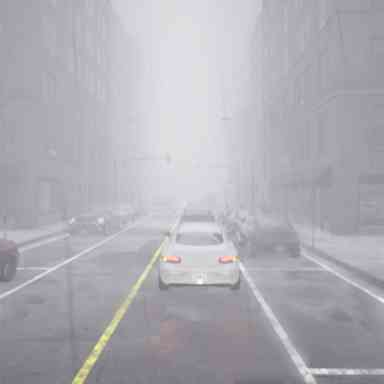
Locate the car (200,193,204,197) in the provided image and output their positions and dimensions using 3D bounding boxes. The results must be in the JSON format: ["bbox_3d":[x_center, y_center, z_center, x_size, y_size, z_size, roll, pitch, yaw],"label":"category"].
[{"bbox_3d":[3.526,1.472,78.885,1.802,1.307,4.206,0,0,1],"label":"car"}]

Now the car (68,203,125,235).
[{"bbox_3d":[-5.197,1.416,18.130,1.967,1.590,4.097,0,0,1],"label":"car"}]

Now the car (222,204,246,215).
[{"bbox_3d":[2.827,1.558,18.045,1.802,1.307,4.206,0,0,1],"label":"car"}]

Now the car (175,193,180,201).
[{"bbox_3d":[-4.501,1.416,78.801,1.752,1.417,4.829,0,0,1],"label":"car"}]

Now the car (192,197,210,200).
[{"bbox_3d":[0.311,1.440,28.609,1.882,1.535,5.008,0,0,1],"label":"car"}]

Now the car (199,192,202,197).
[{"bbox_3d":[3.591,1.194,84.566,2.192,1.841,5.009,0,0,1],"label":"car"}]

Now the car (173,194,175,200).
[{"bbox_3d":[-4.695,1.462,61.926,1.887,1.381,4.507,0,0,1],"label":"car"}]

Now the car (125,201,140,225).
[{"bbox_3d":[-5.136,1.495,23.477,1.752,1.417,4.829,0,0,1],"label":"car"}]

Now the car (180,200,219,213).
[{"bbox_3d":[0.303,1.453,18.857,1.882,1.535,5.008,0,0,1],"label":"car"}]

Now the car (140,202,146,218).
[{"bbox_3d":[-5.071,1.513,29.165,2.008,1.369,4.403,0,0,1],"label":"car"}]

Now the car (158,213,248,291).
[{"bbox_3d":[0.186,1.514,8.898,1.812,1.442,4.674,0,0,1],"label":"car"}]

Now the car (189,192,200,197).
[{"bbox_3d":[0.973,1.226,86.289,2.097,1.767,4.553,0,0,1],"label":"car"}]

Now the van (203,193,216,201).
[{"bbox_3d":[3.264,1.266,56.161,1.690,1.788,3.998,0,0,1],"label":"van"}]

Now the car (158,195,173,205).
[{"bbox_3d":[-4.760,1.476,56.245,2.008,1.369,4.403,0,0,1],"label":"car"}]

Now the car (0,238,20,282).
[{"bbox_3d":[-5.324,1.573,7.093,1.802,1.307,4.206,0,0,1],"label":"car"}]

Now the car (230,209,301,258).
[{"bbox_3d":[2.764,1.534,12.526,2.008,1.369,4.403,0,0,1],"label":"car"}]

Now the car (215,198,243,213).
[{"bbox_3d":[2.891,1.409,23.563,1.967,1.590,4.097,0,0,1],"label":"car"}]
